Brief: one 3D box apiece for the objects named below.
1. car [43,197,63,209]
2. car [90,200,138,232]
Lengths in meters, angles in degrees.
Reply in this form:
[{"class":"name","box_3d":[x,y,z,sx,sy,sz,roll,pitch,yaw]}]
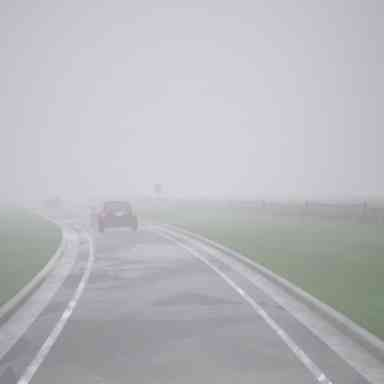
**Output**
[{"class":"car","box_3d":[-17.299,1.316,41.469,2.033,1.411,5.357,-1,1,-30]},{"class":"car","box_3d":[-4.662,1.225,19.368,2.097,1.767,4.553,-1,1,-24]}]
